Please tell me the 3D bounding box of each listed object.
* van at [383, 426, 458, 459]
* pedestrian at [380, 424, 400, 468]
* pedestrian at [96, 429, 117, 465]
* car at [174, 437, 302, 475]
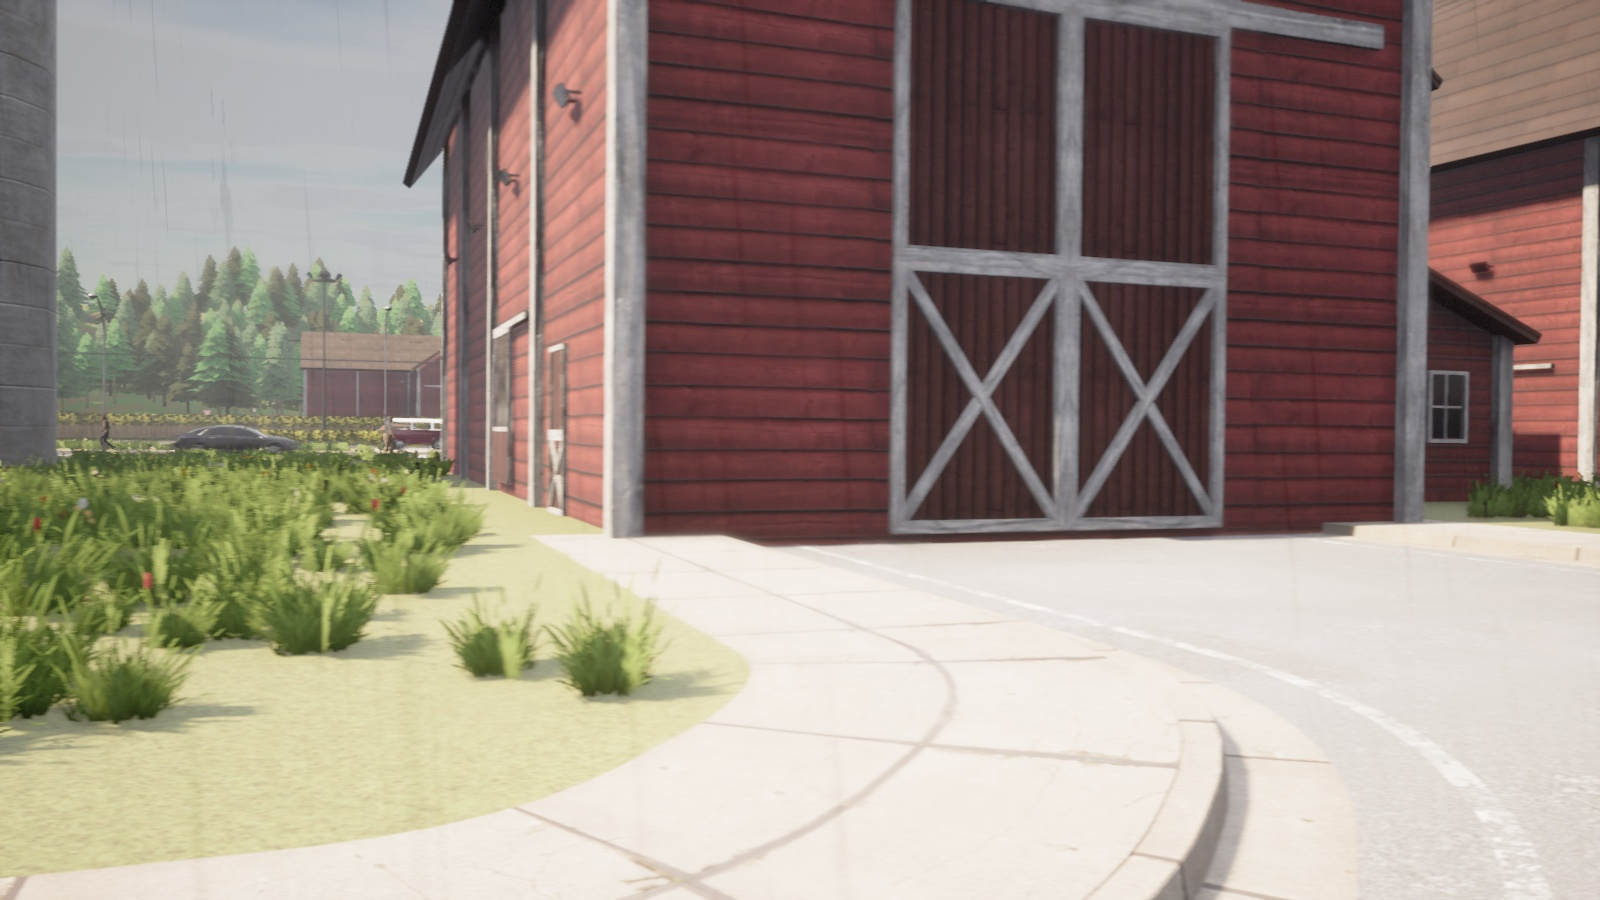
[{"bbox_3d":[-24.634,-0.494,81.457,4.480,2.038,2.069,-1,1,-20],"label":"van"},{"bbox_3d":[-17.164,-0.179,52.581,0.694,1.848,0.540,-1,1,-11],"label":"pedestrian"},{"bbox_3d":[-34.576,-0.149,62.612,0.869,1.805,0.328,-1,1,-22],"label":"pedestrian"},{"bbox_3d":[-24.049,0.225,53.910,4.892,1.490,1.837,-1,1,-21],"label":"car"}]
